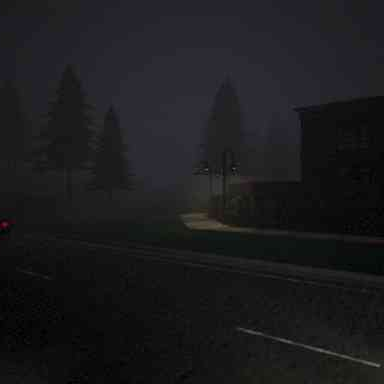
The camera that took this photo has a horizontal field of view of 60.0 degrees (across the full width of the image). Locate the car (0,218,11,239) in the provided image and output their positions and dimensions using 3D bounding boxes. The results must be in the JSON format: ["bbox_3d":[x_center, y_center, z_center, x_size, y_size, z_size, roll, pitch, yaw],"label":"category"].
[{"bbox_3d":[-10.805,1.547,16.001,5.357,1.411,2.033,0,0,36],"label":"car"}]
